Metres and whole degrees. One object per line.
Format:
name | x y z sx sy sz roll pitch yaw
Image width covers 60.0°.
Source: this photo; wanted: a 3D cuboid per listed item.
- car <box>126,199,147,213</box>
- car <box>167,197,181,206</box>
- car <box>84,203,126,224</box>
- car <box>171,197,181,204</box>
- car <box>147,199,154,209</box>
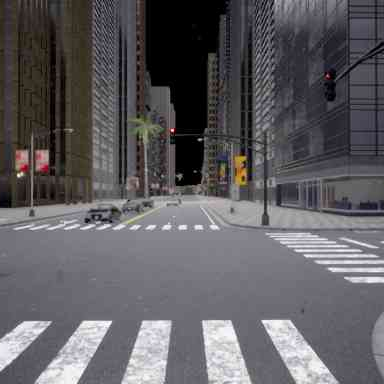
car | -6.665 1.595 37.894 1.837 1.490 4.892 0 -1 0
car | -3.260 1.766 56.924 1.895 1.301 4.718 0 0 0
car | -6.642 1.614 25.126 1.994 1.385 4.181 0 0 0
car | -3.284 1.786 69.824 1.994 1.385 4.181 0 0 0
car | -6.678 1.680 49.332 2.033 1.411 5.357 0 0 0
